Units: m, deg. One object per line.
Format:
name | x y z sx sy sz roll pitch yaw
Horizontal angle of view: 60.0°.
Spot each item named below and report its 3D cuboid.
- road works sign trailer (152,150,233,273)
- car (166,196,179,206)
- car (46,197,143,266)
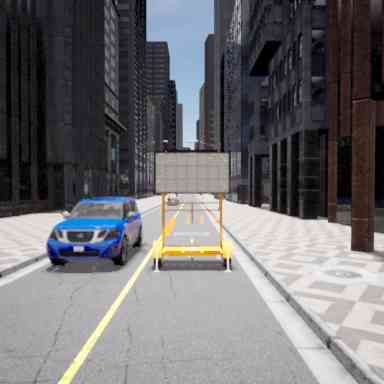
road works sign trailer | 0.009 0.458 10.670 2.380 3.560 2.880 0 0 0
car | -3.149 1.471 54.445 2.128 1.511 4.902 0 0 0
car | -3.113 1.214 11.891 2.150 2.045 5.566 0 0 0
